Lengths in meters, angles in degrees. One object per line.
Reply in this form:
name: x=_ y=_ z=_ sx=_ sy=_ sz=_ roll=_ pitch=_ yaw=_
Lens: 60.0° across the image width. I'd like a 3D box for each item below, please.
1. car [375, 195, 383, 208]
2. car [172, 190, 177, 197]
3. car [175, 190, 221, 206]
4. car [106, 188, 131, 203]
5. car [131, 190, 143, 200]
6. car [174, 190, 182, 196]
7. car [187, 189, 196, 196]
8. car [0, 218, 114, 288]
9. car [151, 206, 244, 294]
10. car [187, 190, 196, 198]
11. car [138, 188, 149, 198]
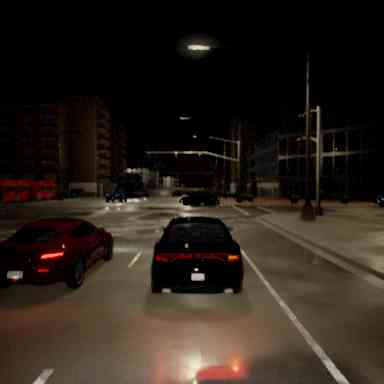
car: x=21.265 y=0.613 z=32.941 sx=5.566 sy=2.045 sz=2.150 roll=0 pitch=1 yaw=1
car: x=-3.589 y=0.493 z=75.676 sx=1.812 sy=1.442 sz=4.674 roll=0 pitch=0 yaw=0
car: x=0.813 y=0.833 z=36.112 sx=1.882 sy=1.535 sz=5.008 roll=-4 pitch=4 yaw=-45
car: x=-10.625 y=0.423 z=47.253 sx=2.150 sy=2.045 sz=5.566 roll=0 pitch=1 yaw=0
car: x=-10.593 y=0.683 z=60.294 sx=1.895 sy=1.301 sz=4.718 roll=0 pitch=0 yaw=0
car: x=-3.601 y=0.329 z=85.677 sx=1.837 sy=1.490 sz=4.892 roll=0 pitch=0 yaw=0
car: x=-0.101 y=0.184 z=85.651 sx=2.097 sy=1.767 sz=4.553 roll=0 pitch=0 yaw=0
car: x=-3.412 y=1.397 z=8.742 sx=1.812 sy=1.442 sz=4.674 roll=0 pitch=1 yaw=0
car: x=0.097 y=1.354 z=8.543 sx=1.882 sy=1.535 sz=5.008 roll=0 pitch=1 yaw=0
car: x=-0.089 y=0.324 z=75.649 sx=2.097 sy=1.767 sz=4.553 roll=0 pitch=0 yaw=0
car: x=-10.583 y=0.227 z=71.127 sx=2.150 sy=2.045 sz=5.566 roll=0 pitch=0 yaw=0
